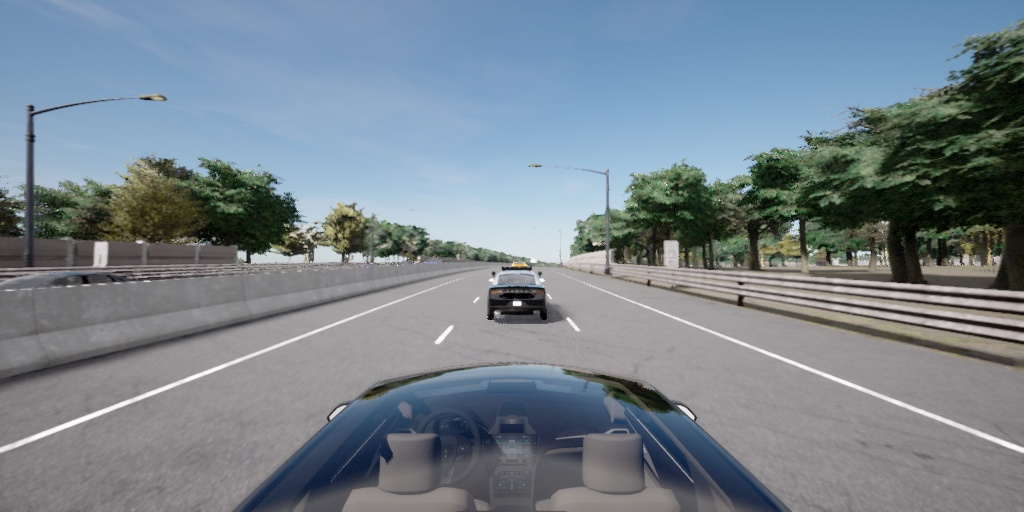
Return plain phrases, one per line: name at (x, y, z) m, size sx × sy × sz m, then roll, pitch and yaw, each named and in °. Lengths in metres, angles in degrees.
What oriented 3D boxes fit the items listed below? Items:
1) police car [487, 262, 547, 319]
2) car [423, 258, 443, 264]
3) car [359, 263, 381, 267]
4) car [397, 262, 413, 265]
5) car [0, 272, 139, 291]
police car at (0.175, 1.194, 13.044) m, size 1.930 × 1.638 × 5.238 m, roll 0°, pitch 0°, yaw 1°
car at (-12.674, 1.380, 57.706) m, size 2.150 × 2.045 × 5.566 m, roll 0°, pitch -1°, yaw 3°
car at (-19.993, 1.675, 51.161) m, size 1.895 × 1.301 × 4.718 m, roll 0°, pitch -1°, yaw 3°
car at (-16.319, 1.627, 54.962) m, size 1.837 × 1.490 × 4.892 m, roll 0°, pitch -1°, yaw 3°
car at (-14.046, 1.267, 10.972) m, size 1.837 × 1.490 × 4.892 m, roll 0°, pitch -1°, yaw 1°
